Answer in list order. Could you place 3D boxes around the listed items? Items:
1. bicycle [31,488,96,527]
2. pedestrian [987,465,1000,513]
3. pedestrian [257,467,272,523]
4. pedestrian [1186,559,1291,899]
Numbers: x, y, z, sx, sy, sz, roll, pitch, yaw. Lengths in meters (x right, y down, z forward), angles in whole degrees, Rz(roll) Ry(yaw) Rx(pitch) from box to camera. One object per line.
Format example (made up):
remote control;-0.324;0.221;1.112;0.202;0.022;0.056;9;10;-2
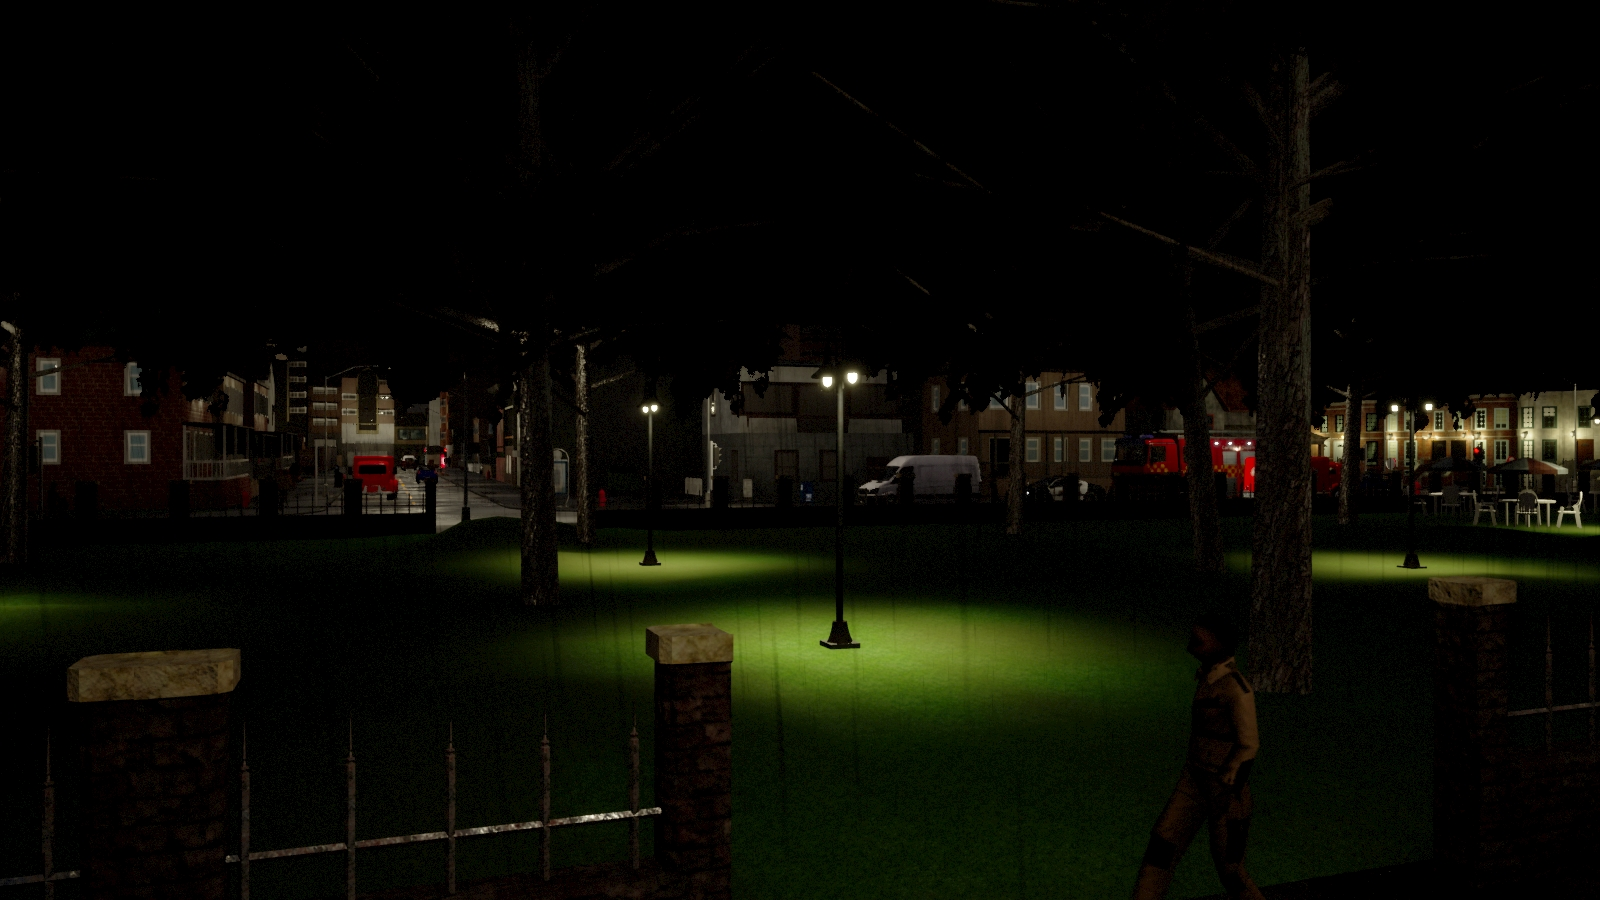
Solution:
bicycle;-24.923;1.940;38.674;1.835;1.271;0.329;0;0;-20
pedestrian;7.614;1.525;44.893;0.375;1.860;0.375;0;0;-20
pedestrian;-18.107;1.525;38.638;0.375;1.860;0.375;0;0;-7
pedestrian;2.307;1.525;6.030;0.375;1.860;0.375;0;0;-12
